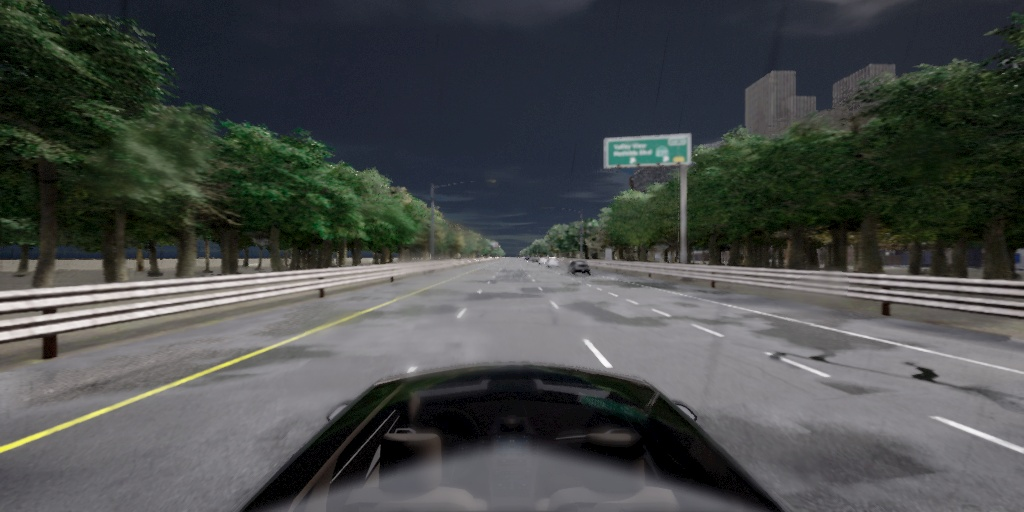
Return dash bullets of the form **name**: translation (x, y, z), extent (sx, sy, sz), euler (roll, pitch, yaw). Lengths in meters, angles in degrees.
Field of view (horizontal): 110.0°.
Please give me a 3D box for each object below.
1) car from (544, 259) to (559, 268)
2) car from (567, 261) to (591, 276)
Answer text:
- **car**: translation (7.021, 1.275, 61.927), extent (1.812, 1.442, 4.674), euler (0, 0, 0)
- **car**: translation (7.010, 1.260, 37.935), extent (1.837, 1.490, 4.892), euler (0, 0, 0)
